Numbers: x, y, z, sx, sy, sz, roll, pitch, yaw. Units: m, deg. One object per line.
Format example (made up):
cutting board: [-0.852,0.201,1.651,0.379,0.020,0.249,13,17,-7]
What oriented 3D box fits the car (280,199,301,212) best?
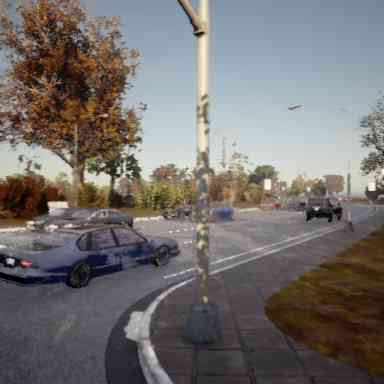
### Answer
car: [14.373,1.745,46.419,2.097,1.767,4.553,0,0,32]

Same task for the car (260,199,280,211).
car: [11.473,1.745,48.379,2.097,1.767,4.553,0,0,32]

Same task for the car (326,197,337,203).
car: [35.567,2.068,84.905,1.837,1.490,4.892,0,0,15]

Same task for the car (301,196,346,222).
car: [11.879,1.539,29.886,2.150,2.045,5.566,0,0,34]

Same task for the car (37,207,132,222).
car: [-5.283,1.631,17.907,2.128,1.511,4.902,0,-1,35]

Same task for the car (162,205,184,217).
car: [-0.669,1.869,30.443,1.895,1.301,4.718,0,0,35]

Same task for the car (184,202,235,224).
car: [1.773,1.613,27.848,2.097,1.767,4.553,0,-1,35]

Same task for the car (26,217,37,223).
car: [-7.761,1.674,20.471,1.812,1.442,4.674,0,-1,37]

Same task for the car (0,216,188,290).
car: [-2.588,1.624,9.483,2.033,1.411,5.357,0,-1,36]

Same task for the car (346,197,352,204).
car: [38.643,2.078,82.941,1.837,1.490,4.892,0,0,15]
